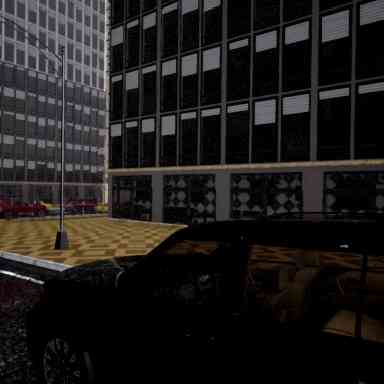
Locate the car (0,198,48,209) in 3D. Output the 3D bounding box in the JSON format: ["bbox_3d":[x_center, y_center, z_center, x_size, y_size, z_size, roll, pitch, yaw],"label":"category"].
[{"bbox_3d":[-16.096,1.519,31.041,2.192,1.841,5.009,1,0,37],"label":"car"}]

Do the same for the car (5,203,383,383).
[{"bbox_3d":[0.717,1.221,3.172,5.566,2.045,2.150,0,0,36],"label":"car"}]

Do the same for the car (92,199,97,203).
[{"bbox_3d":[-9.268,1.829,40.230,1.752,1.417,4.829,1,0,37],"label":"car"}]

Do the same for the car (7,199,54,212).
[{"bbox_3d":[-19.563,1.642,40.428,1.752,1.417,4.829,1,0,37],"label":"car"}]

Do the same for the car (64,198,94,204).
[{"bbox_3d":[-14.474,1.554,42.910,2.097,1.767,4.553,1,0,37],"label":"car"}]

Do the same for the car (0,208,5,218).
[{"bbox_3d":[-7.263,1.348,8.895,4.553,1.767,2.097,0,0,36],"label":"car"}]
